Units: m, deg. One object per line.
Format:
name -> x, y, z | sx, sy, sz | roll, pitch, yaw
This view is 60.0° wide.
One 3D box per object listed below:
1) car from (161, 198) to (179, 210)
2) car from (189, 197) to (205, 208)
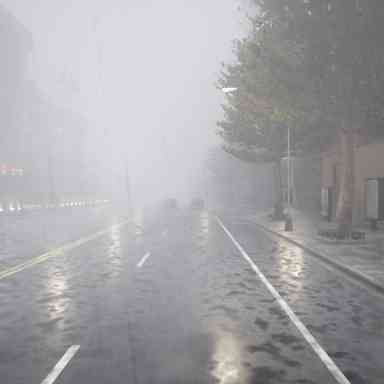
car -> -2.831, 1.511, 42.607 | 1.837, 1.490, 4.892 | 0, 0, 1
car -> 0.732, 1.512, 47.425 | 1.837, 1.490, 4.892 | 0, 0, 1
